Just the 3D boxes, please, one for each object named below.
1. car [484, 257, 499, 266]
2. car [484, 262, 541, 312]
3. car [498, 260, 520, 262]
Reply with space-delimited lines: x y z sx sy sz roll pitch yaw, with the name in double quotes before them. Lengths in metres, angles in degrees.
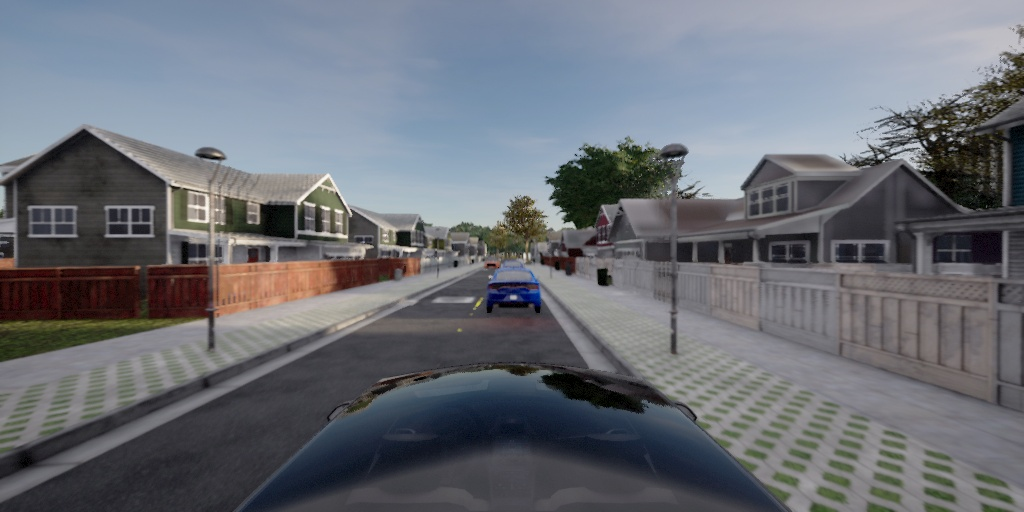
"car" -2.822 0.919 51.113 2.097 1.767 4.553 0 0 0
"car" 0.070 1.176 13.955 1.882 1.535 5.008 0 0 0
"car" 0.077 1.114 30.239 1.882 1.535 5.008 0 0 0
